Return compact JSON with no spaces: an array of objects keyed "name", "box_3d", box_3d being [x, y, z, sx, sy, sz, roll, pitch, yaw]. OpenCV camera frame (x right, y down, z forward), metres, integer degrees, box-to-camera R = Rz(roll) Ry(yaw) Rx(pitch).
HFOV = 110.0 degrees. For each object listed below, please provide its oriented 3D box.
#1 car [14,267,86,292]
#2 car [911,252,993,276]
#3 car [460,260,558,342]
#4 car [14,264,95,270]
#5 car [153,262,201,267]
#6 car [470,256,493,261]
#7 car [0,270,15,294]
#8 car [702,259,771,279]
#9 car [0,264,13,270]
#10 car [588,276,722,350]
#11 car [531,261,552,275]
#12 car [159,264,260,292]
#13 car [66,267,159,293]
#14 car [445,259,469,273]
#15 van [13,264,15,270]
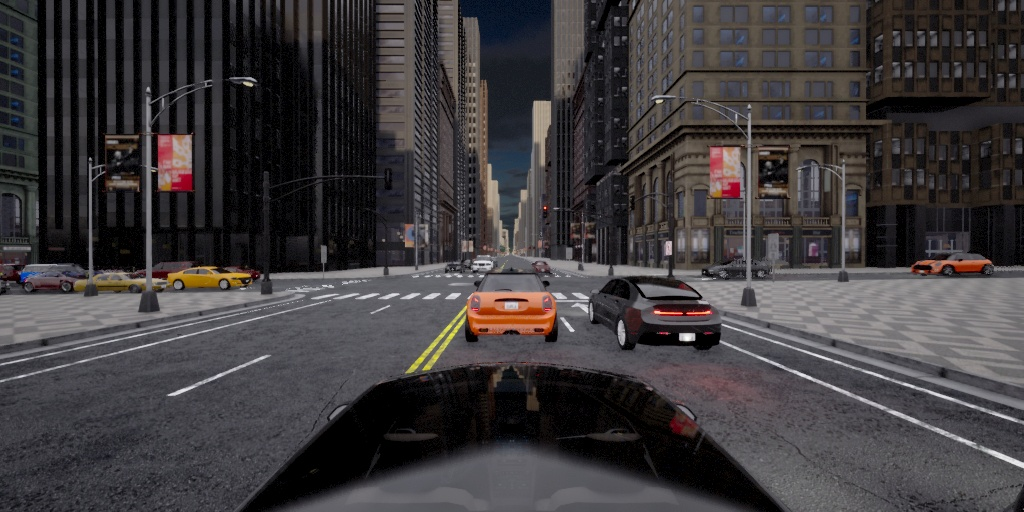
[{"name":"car","box_3d":[-30.775,1.715,24.783,4.181,1.385,1.994,-1,0,1]},{"name":"car","box_3d":[34.239,0.609,28.000,4.553,1.767,2.097,-1,0,0]},{"name":"car","box_3d":[-0.005,1.102,9.920,2.097,1.767,4.553,0,0,0]},{"name":"car","box_3d":[-34.898,1.546,27.969,4.553,1.767,2.097,-1,0,0]},{"name":"car","box_3d":[-29.122,1.419,30.643,5.009,1.841,2.192,0,0,0]},{"name":"car","box_3d":[-3.440,0.956,43.315,2.150,2.045,5.566,0,0,0]},{"name":"car","box_3d":[-33.817,1.754,22.109,4.403,1.370,2.007,0,0,0]},{"name":"car","box_3d":[17.438,0.987,27.998,4.892,1.490,1.837,-1,0,0]},{"name":"car","box_3d":[-44.383,1.626,30.661,5.009,1.841,2.192,0,0,0]},{"name":"car","box_3d":[3.237,1.254,9.059,1.837,1.490,4.892,0,0,0]},{"name":"car","box_3d":[3.210,1.263,39.656,1.812,1.442,4.674,0,0,-1]},{"name":"car","box_3d":[-20.776,1.492,24.768,5.008,1.535,1.882,-1,0,0]},{"name":"car","box_3d":[-23.876,1.596,22.109,4.829,1.417,1.751,0,0,0]},{"name":"car","box_3d":[-6.688,1.299,42.473,1.994,1.385,4.181,0,0,0]},{"name":"van","box_3d":[-39.296,1.583,30.655,3.998,1.789,1.690,0,0,0]}]
